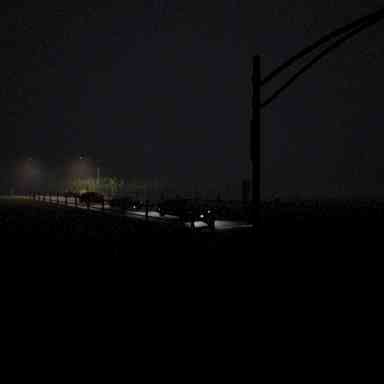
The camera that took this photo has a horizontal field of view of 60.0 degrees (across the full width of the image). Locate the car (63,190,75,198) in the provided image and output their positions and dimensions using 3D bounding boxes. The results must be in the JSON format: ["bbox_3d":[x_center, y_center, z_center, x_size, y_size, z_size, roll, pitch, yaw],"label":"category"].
[{"bbox_3d":[-22.517,0.355,62.022,1.882,1.535,5.008,0,1,-35],"label":"car"}]

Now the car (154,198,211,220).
[{"bbox_3d":[-0.847,1.180,24.367,2.033,1.411,5.357,0,1,-35],"label":"car"}]

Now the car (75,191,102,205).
[{"bbox_3d":[-12.445,0.744,41.074,1.882,1.535,5.008,0,1,-35],"label":"car"}]

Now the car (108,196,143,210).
[{"bbox_3d":[-6.583,1.051,32.620,1.895,1.301,4.718,0,1,-35],"label":"car"}]
